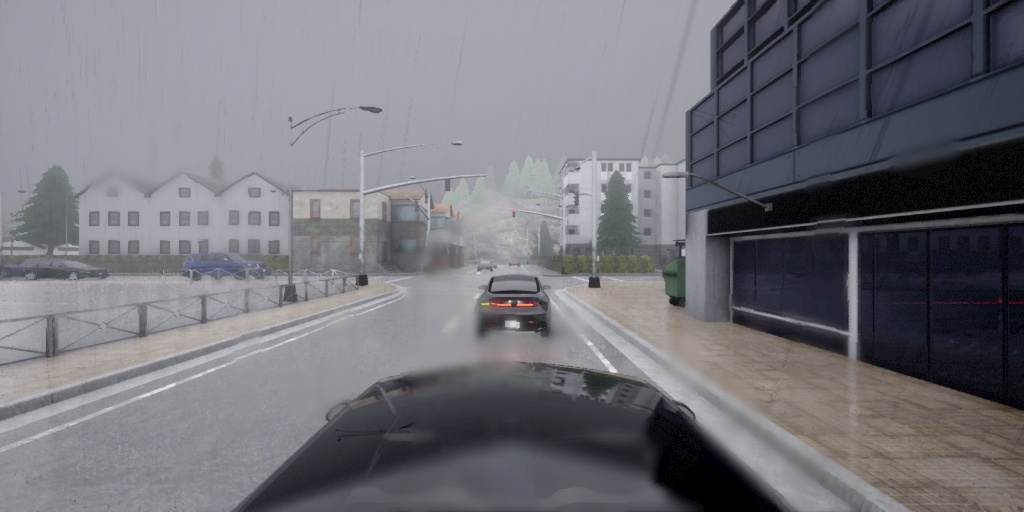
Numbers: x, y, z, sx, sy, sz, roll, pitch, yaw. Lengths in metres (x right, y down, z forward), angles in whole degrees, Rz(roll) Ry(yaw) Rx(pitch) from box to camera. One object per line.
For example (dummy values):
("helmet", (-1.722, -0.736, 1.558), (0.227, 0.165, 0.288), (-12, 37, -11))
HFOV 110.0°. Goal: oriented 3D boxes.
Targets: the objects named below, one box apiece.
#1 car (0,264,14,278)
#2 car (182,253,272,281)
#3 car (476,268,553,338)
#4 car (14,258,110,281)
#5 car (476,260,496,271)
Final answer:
("car", (-39.812, 0.926, 30.196), (4.553, 1.767, 2.097), (0, 0, 0))
("car", (-20.931, 0.795, 26.400), (5.566, 2.045, 2.150), (0, 0, 0))
("car", (0.076, 1.255, 10.218), (1.837, 1.490, 4.892), (0, 0, 1))
("car", (-32.812, 1.051, 26.472), (5.008, 1.535, 1.882), (0, 0, 0))
("car", (-3.484, 1.276, 47.623), (1.812, 1.442, 4.674), (0, 0, 0))
